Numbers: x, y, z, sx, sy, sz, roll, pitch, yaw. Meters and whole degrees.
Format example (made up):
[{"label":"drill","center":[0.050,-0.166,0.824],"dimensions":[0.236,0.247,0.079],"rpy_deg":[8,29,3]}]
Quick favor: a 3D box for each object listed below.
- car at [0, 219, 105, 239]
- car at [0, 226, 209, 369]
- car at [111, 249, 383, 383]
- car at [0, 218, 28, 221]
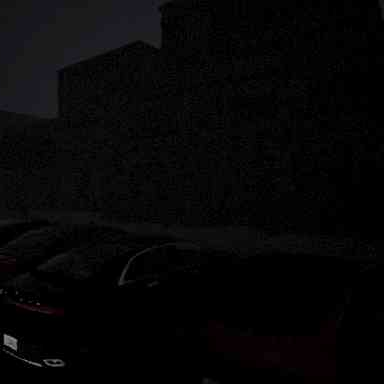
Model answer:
[{"label":"car","center":[-2.960,1.483,7.474],"dimensions":[2.097,1.535,5.008],"rpy_deg":[0,0,36]},{"label":"car","center":[-0.703,1.483,5.849],"dimensions":[2.231,1.521,4.892],"rpy_deg":[0,0,36]},{"label":"car","center":[1.579,1.510,4.265],"dimensions":[2.163,1.488,4.792],"rpy_deg":[0,0,36]},{"label":"car","center":[-5.241,1.516,9.059],"dimensions":[2.163,1.488,4.792],"rpy_deg":[0,0,36]}]
